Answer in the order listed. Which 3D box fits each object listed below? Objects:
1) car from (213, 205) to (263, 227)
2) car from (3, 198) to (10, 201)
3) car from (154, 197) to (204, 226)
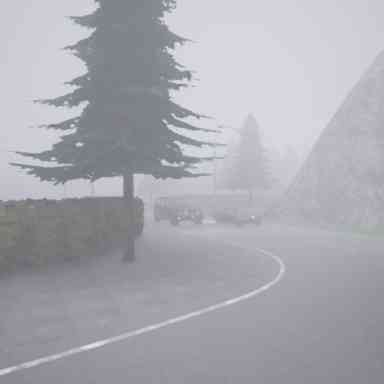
[{"bbox_3d":[3.245,1.671,24.200,1.994,1.385,4.181,0,-1,-26],"label":"car"},{"bbox_3d":[-38.632,2.053,69.039,1.845,1.501,3.633,0,0,-26],"label":"car"},{"bbox_3d":[-1.157,1.374,25.068,2.150,2.045,5.566,0,-1,-26],"label":"car"}]
